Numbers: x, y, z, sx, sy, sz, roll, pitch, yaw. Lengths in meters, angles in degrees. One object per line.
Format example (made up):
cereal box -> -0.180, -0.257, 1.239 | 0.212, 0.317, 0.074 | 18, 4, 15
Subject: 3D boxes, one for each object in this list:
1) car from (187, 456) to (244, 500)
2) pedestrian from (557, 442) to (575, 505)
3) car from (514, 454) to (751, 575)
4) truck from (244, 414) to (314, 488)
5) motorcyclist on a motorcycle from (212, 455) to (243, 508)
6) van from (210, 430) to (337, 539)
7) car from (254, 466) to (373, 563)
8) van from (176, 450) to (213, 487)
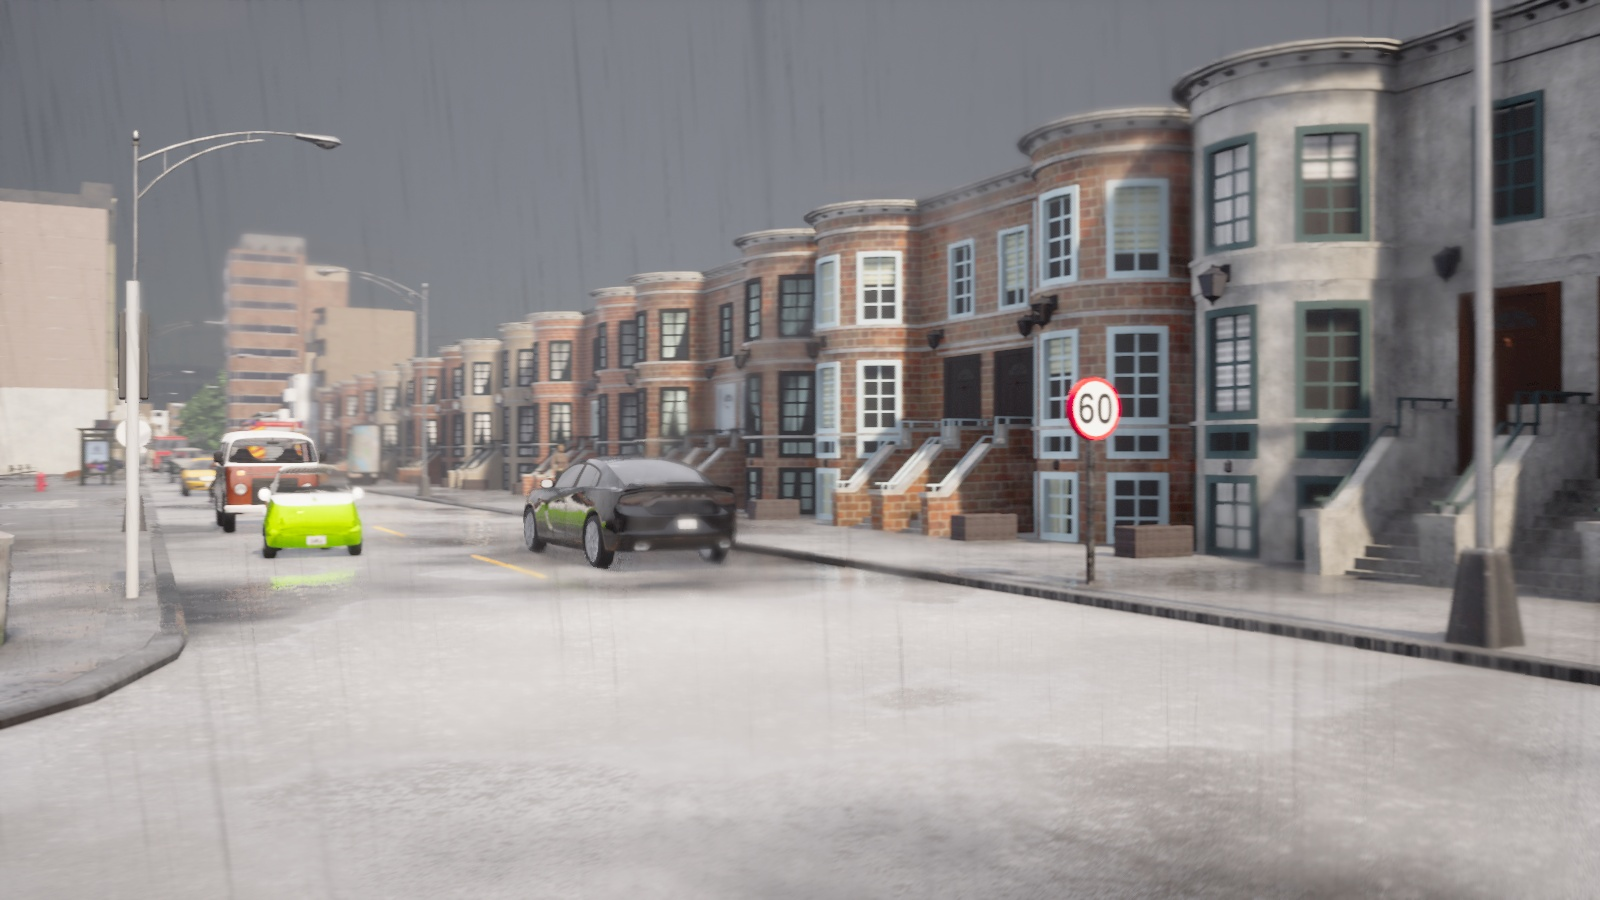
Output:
car -> -22.726, 1.048, 48.724 | 1.801, 1.575, 5.366 | 0, 0, -27
pedestrian -> -6.943, 0.689, 37.246 | 0.331, 1.846, 0.634 | 0, 0, -29
car -> -2.649, 0.837, 18.613 | 1.882, 1.535, 5.008 | 0, 0, -28
truck -> -28.744, 0.080, 69.070 | 2.891, 3.827, 8.468 | 0, 0, -27
motorcyclist on a motorcycle -> -18.473, 0.996, 40.499 | 0.766, 1.649, 2.350 | 0, 0, -27
van -> -11.016, 0.659, 26.072 | 2.069, 2.038, 4.480 | 0, 0, -27
car -> -7.517, 0.939, 19.314 | 1.481, 1.376, 2.207 | 0, -1, -27
van -> -34.461, 1.035, 71.421 | 1.775, 1.987, 4.442 | 0, 0, -27
